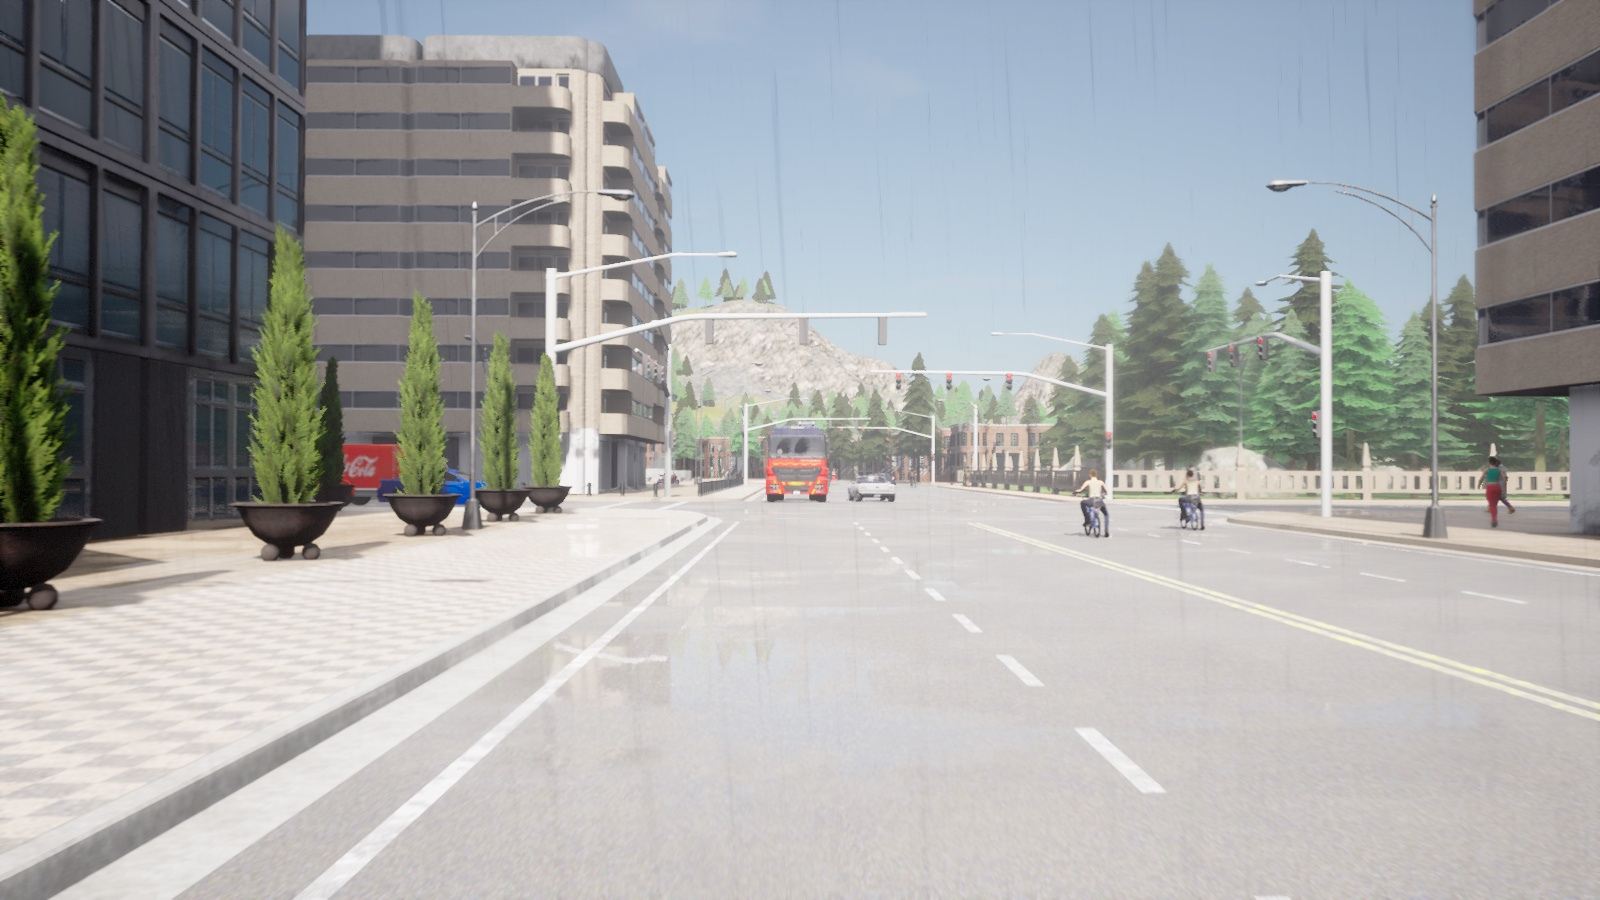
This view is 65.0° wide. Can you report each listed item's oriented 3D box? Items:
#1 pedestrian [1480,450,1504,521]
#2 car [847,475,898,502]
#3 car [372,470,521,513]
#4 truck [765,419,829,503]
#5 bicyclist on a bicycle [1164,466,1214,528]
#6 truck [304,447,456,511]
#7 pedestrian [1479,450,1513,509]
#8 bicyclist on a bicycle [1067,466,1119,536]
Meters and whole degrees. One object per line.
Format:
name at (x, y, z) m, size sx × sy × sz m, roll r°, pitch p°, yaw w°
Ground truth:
pedestrian at (17.938, 0.912, 32.560) m, size 0.345 × 1.836 × 0.594 m, roll 0°, pitch -1°, yaw 11°
car at (3.570, 1.893, 62.786) m, size 1.895 × 1.301 × 4.718 m, roll 0°, pitch -1°, yaw -5°
car at (-13.081, 1.532, 46.724) m, size 5.008 × 1.535 × 1.882 m, roll 0°, pitch -1°, yaw 0°
truck at (-0.150, 0.601, 61.483) m, size 2.891 × 3.827 × 8.468 m, roll 0°, pitch -2°, yaw 0°
bicyclist on a bicycle at (10.414, 1.245, 33.661) m, size 0.866 × 1.612 × 1.509 m, roll 0°, pitch -1°, yaw 0°
truck at (-16.737, 1.139, 50.241) m, size 5.204 × 2.467 × 2.627 m, roll 0°, pitch -1°, yaw 0°
pedestrian at (23.257, 0.988, 41.969) m, size 0.873 × 1.952 × 0.659 m, roll -1°, pitch -1°, yaw 17°
bicyclist on a bicycle at (6.924, 1.197, 29.777) m, size 0.866 × 1.612 × 1.509 m, roll 0°, pitch -1°, yaw 0°
